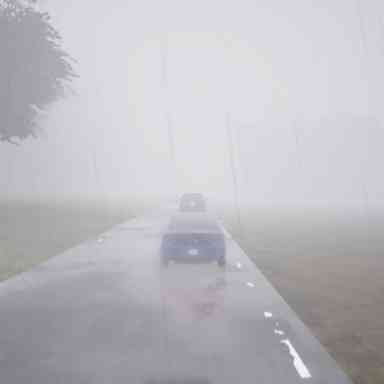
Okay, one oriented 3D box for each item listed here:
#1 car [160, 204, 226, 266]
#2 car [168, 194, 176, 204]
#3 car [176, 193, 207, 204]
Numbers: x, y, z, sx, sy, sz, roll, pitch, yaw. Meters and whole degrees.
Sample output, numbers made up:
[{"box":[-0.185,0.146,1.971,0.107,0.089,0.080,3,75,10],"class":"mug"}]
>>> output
[{"box":[0.058,1.412,11.285,1.882,1.535,5.008,0,1,1],"class":"car"},{"box":[-2.788,1.093,52.903,1.882,1.535,5.008,0,0,0],"class":"car"},{"box":[0.081,1.049,28.125,2.150,2.045,5.566,0,1,0],"class":"car"}]
